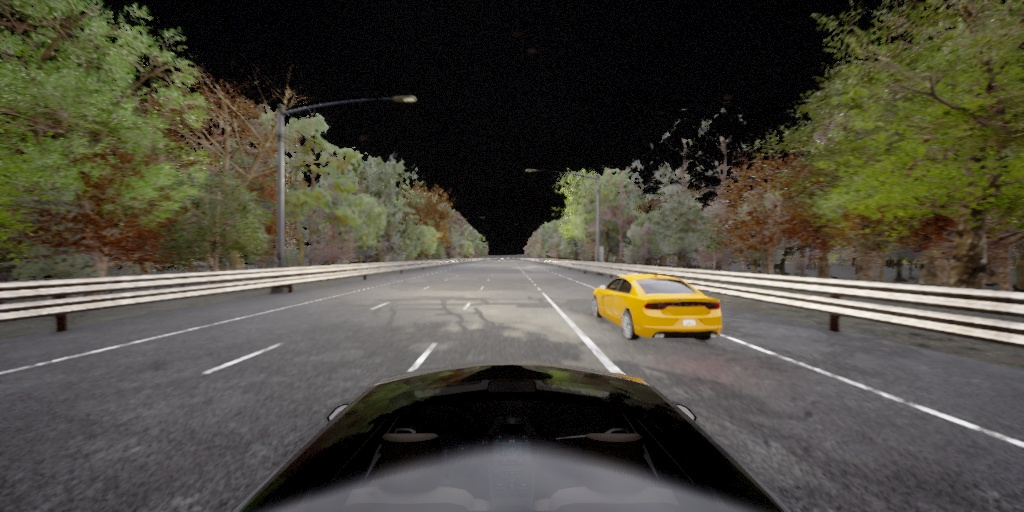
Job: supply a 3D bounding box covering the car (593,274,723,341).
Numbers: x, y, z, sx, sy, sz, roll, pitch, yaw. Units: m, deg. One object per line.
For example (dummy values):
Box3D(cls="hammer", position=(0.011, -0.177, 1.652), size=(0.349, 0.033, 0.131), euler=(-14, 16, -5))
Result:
Box3D(cls="car", position=(3.619, 1.232, 9.888), size=(1.882, 1.535, 5.008), euler=(0, 0, -1))
